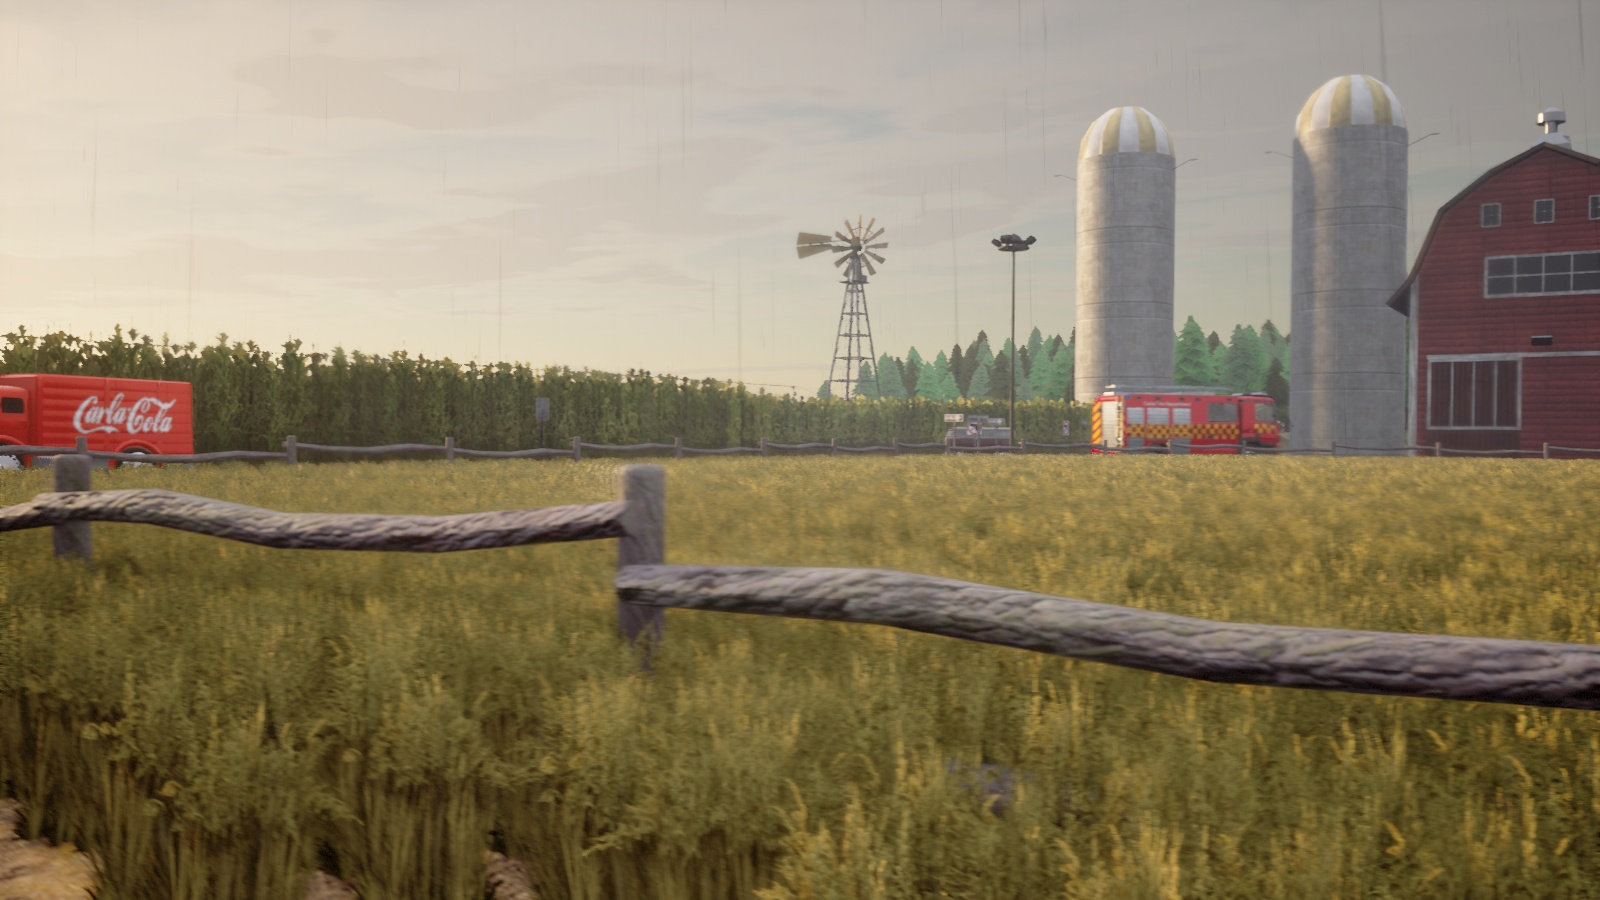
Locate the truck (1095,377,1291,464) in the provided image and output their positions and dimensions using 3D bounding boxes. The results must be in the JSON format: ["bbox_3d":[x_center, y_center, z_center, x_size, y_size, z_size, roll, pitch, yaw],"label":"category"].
[{"bbox_3d":[18.070,-1.357,57.782,8.468,3.827,2.891,-1,0,-18],"label":"truck"}]

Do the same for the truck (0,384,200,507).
[{"bbox_3d":[-16.293,-0.096,27.358,2.627,2.467,5.204,0,0,34],"label":"truck"}]

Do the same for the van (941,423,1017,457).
[{"bbox_3d":[10.766,-0.596,75.732,4.442,1.987,1.775,-1,0,5],"label":"van"}]
